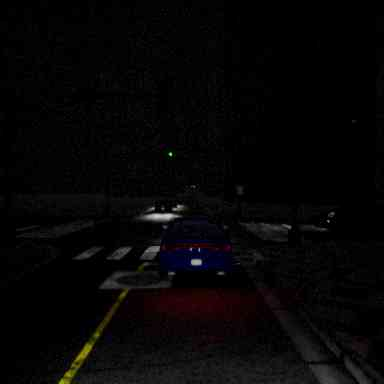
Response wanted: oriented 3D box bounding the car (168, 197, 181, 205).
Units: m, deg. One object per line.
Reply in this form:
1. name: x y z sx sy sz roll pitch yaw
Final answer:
1. car: -3.000 1.539 57.505 1.895 1.301 4.718 0 0 0

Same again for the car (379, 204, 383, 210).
1. car: 13.909 1.564 19.354 4.553 1.767 2.097 1 0 1

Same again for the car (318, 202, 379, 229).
1. car: 10.956 1.514 22.453 4.553 1.767 2.097 1 0 0

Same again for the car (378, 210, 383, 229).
1. car: 12.139 1.755 16.605 4.313 1.339 1.947 1 -1 0

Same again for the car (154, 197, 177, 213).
1. car: -3.100 1.451 37.053 2.128 1.511 4.902 0 0 -2

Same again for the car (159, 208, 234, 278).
1. car: 0.100 1.466 10.144 1.882 1.535 5.008 0 0 0

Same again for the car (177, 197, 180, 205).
1. car: -3.078 1.453 47.292 1.837 1.490 4.892 0 0 0
